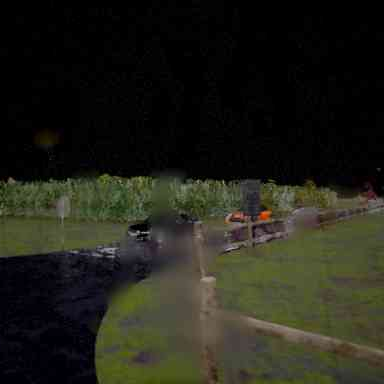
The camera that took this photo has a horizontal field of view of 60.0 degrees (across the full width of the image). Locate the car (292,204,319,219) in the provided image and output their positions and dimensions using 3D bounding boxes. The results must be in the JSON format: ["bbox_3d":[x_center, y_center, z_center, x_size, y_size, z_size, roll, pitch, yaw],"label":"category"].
[{"bbox_3d":[12.602,2.117,36.850,1.812,1.442,4.674,-2,-1,35],"label":"car"}]

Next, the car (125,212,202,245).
[{"bbox_3d":[-1.355,1.817,17.419,1.837,1.490,4.892,-2,-2,35],"label":"car"}]

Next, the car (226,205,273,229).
[{"bbox_3d":[4.449,1.779,25.536,2.097,1.767,4.553,-2,-2,36],"label":"car"}]
